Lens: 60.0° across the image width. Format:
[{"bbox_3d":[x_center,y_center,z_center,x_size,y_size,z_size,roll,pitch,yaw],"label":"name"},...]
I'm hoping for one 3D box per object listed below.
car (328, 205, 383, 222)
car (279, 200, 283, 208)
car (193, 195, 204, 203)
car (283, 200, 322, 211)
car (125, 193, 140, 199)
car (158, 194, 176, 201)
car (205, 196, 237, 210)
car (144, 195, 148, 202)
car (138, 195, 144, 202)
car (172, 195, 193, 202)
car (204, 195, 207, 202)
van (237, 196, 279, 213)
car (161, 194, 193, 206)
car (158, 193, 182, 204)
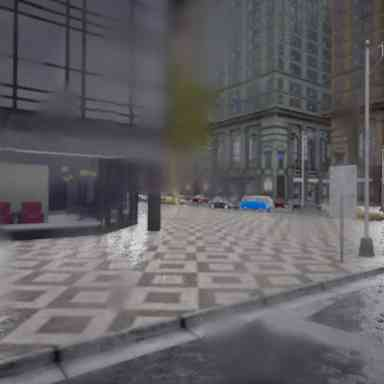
[{"bbox_3d":[13.850,1.654,27.799,1.752,1.417,4.829,1,0,-35],"label":"car"},{"bbox_3d":[11.009,1.560,46.637,1.887,1.381,4.507,2,0,-35],"label":"car"},{"bbox_3d":[1.304,1.218,60.415,1.967,1.590,4.097,2,0,-35],"label":"car"},{"bbox_3d":[14.242,1.651,42.045,1.947,1.339,4.313,2,0,-35],"label":"car"},{"bbox_3d":[-14.876,0.925,83.372,1.887,1.381,4.507,2,0,-35],"label":"car"},{"bbox_3d":[-5.171,1.198,69.598,1.802,1.307,4.206,2,0,-35],"label":"car"},{"bbox_3d":[4.044,1.487,41.719,2.008,1.369,4.403,2,0,-35],"label":"car"},{"bbox_3d":[-5.663,1.249,55.498,2.008,1.369,4.403,2,0,-35],"label":"car"},{"bbox_3d":[-8.899,1.168,60.090,2.008,1.369,4.403,2,0,-35],"label":"car"},{"bbox_3d":[-1.935,1.247,65.006,2.008,1.369,4.403,2,0,-35],"label":"car"},{"bbox_3d":[4.536,1.410,55.824,2.008,1.369,4.403,2,0,-35],"label":"car"},{"bbox_3d":[7.283,1.347,37.127,1.690,1.788,3.998,1,0,-35],"label":"van"},{"bbox_3d":[-2.330,1.308,50.768,1.752,1.417,4.829,2,0,-35],"label":"car"},{"bbox_3d":[-3.851,1.062,57.701,2.097,1.767,4.553,1,1,-35],"label":"car"}]
